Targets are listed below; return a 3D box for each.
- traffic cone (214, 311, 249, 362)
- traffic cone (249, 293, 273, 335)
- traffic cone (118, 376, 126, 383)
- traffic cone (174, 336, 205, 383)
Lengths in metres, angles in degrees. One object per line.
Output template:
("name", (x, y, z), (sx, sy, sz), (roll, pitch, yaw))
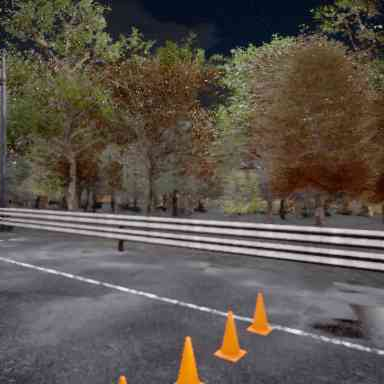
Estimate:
("traffic cone", (0.529, 1.953, 4.616), (0.340, 0.580, 0.340), (0, 0, 35))
("traffic cone", (1.106, 1.953, 5.433), (0.340, 0.580, 0.340), (0, 0, 35))
("traffic cone", (-0.626, 1.953, 2.984), (0.340, 0.580, 0.340), (0, 0, 35))
("traffic cone", (-0.049, 1.953, 3.800), (0.340, 0.580, 0.340), (0, 0, 35))
